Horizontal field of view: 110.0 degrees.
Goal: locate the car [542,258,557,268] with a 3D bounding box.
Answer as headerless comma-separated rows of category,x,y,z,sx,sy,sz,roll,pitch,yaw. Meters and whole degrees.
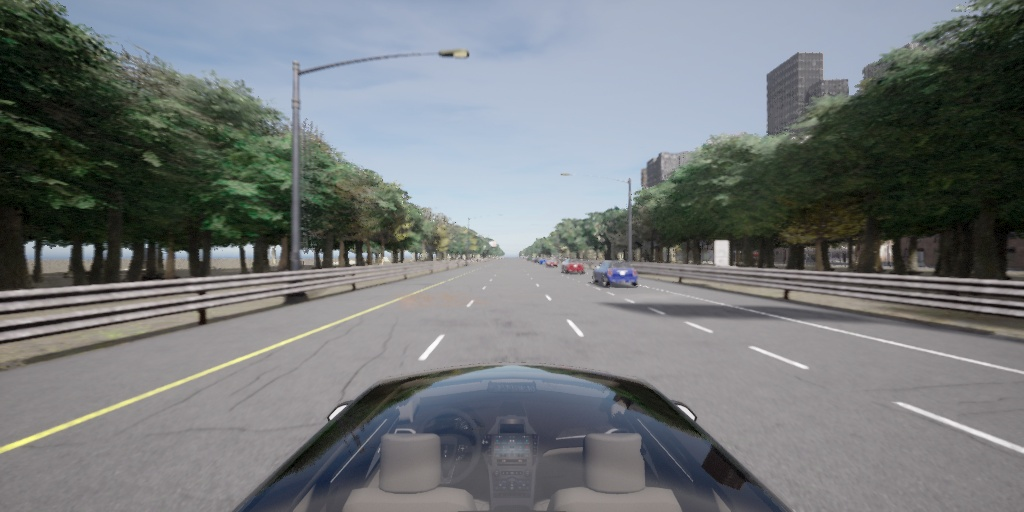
car,7.013,1.391,64.762,1.895,1.301,4.718,0,0,0

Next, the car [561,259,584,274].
car,6.998,1.117,41.741,2.097,1.767,4.553,0,0,0

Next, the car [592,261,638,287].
car,7.000,1.110,24.826,2.097,1.767,4.553,0,0,0
